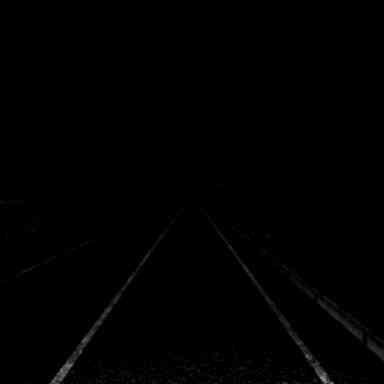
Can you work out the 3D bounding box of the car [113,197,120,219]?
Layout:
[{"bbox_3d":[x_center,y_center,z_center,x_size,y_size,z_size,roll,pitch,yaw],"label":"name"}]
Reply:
[{"bbox_3d":[-8.941,1.563,28.684,4.553,1.767,2.185,0,0,0],"label":"car"}]

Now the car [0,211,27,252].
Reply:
[{"bbox_3d":[-8.914,1.582,11.864,4.792,1.488,2.163,0,0,0],"label":"car"}]

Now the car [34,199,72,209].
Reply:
[{"bbox_3d":[-22.214,1.888,53.357,5.366,1.575,1.946,0,0,0],"label":"car"}]

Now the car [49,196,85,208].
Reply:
[{"bbox_3d":[-22.065,1.685,58.909,5.566,2.045,2.435,0,0,0],"label":"car"}]

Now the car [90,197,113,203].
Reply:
[{"bbox_3d":[-22.075,2.000,81.120,5.008,1.535,2.097,0,0,0],"label":"car"}]

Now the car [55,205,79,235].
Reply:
[{"bbox_3d":[-8.864,1.628,17.471,4.792,1.488,2.163,0,0,0],"label":"car"}]

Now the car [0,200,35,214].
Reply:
[{"bbox_3d":[-21.821,1.775,39.479,5.366,1.575,1.946,0,0,0],"label":"car"}]

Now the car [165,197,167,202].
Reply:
[{"bbox_3d":[-8.978,1.997,76.348,5.008,1.535,2.097,0,0,0],"label":"car"}]

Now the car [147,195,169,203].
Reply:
[{"bbox_3d":[-8.972,1.749,87.561,5.566,2.045,2.435,0,0,0],"label":"car"}]

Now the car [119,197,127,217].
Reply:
[{"bbox_3d":[-8.883,1.586,31.488,4.553,1.767,2.185,0,0,0],"label":"car"}]

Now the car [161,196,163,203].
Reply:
[{"bbox_3d":[-9.000,2.014,67.936,4.792,1.488,2.163,0,0,0],"label":"car"}]

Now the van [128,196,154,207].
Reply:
[{"bbox_3d":[-9.074,1.713,59.518,4.442,1.987,1.878,0,0,0],"label":"van"}]

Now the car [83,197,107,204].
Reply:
[{"bbox_3d":[-22.056,2.000,75.569,4.892,1.521,2.231,0,0,0],"label":"car"}]

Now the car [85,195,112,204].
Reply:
[{"bbox_3d":[-22.037,1.748,78.344,5.566,2.045,2.435,0,0,0],"label":"car"}]

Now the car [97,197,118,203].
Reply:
[{"bbox_3d":[-22.085,2.003,86.671,4.892,1.521,2.231,0,0,0],"label":"car"}]

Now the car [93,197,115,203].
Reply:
[{"bbox_3d":[-22.080,2.001,83.896,5.008,1.535,2.097,0,0,0],"label":"car"}]

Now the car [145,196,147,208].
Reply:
[{"bbox_3d":[-8.967,1.700,45.504,4.553,1.767,2.185,0,0,0],"label":"car"}]

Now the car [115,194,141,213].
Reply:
[{"bbox_3d":[-8.895,1.506,37.095,5.566,2.045,2.435,0,0,0],"label":"car"}]

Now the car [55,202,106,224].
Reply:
[{"bbox_3d":[-8.896,1.643,23.077,5.008,1.535,2.097,0,0,0],"label":"car"}]

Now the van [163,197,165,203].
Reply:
[{"bbox_3d":[-8.862,1.770,73.541,4.442,1.987,1.878,0,0,0],"label":"van"}]

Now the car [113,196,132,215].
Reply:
[{"bbox_3d":[-8.888,1.609,34.291,4.553,1.767,2.185,0,0,0],"label":"car"}]

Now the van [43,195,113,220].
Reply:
[{"bbox_3d":[-8.789,1.441,25.882,4.442,1.987,1.878,0,0,0],"label":"van"}]

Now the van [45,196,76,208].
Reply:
[{"bbox_3d":[-22.149,1.688,56.133,4.442,1.987,1.878,0,0,0],"label":"van"}]

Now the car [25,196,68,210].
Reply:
[{"bbox_3d":[-22.052,1.617,50.583,5.566,2.045,2.435,0,0,0],"label":"car"}]

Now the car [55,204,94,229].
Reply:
[{"bbox_3d":[-8.868,1.650,20.274,4.792,1.488,2.163,0,0,0],"label":"car"}]

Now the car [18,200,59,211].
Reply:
[{"bbox_3d":[-21.991,1.876,47.805,4.792,1.488,2.163,0,0,0],"label":"car"}]

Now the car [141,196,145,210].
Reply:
[{"bbox_3d":[-8.899,1.529,39.898,5.566,2.045,2.435,0,0,0],"label":"car"}]

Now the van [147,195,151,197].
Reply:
[{"bbox_3d":[-9.061,1.646,51.111,4.442,1.987,1.878,0,0,0],"label":"van"}]

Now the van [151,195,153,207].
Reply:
[{"bbox_3d":[-9.066,1.668,53.914,4.442,1.987,1.878,0,0,0],"label":"van"}]

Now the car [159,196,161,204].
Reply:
[{"bbox_3d":[-8.963,2.012,65.128,4.674,1.452,2.002,0,0,0],"label":"car"}]

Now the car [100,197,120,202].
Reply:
[{"bbox_3d":[-22.112,2.032,89.446,4.792,1.488,2.163,0,0,0],"label":"car"}]

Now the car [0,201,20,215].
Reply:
[{"bbox_3d":[-22.008,1.757,36.702,4.892,1.521,2.231,0,0,0],"label":"car"}]

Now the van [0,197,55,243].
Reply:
[{"bbox_3d":[-8.772,1.349,14.670,4.442,1.987,1.878,0,0,0],"label":"van"}]

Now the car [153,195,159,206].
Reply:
[{"bbox_3d":[-8.925,1.666,56.718,5.566,2.045,2.435,0,0,0],"label":"car"}]

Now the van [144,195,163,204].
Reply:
[{"bbox_3d":[-9.104,1.772,79.151,4.442,1.987,1.878,0,0,0],"label":"van"}]

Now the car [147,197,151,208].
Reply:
[{"bbox_3d":[-8.934,1.850,48.306,4.892,1.521,2.231,0,0,0],"label":"car"}]

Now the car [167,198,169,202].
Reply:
[{"bbox_3d":[-8.811,1.997,84.758,5.366,1.575,1.946,0,0,0],"label":"car"}]
